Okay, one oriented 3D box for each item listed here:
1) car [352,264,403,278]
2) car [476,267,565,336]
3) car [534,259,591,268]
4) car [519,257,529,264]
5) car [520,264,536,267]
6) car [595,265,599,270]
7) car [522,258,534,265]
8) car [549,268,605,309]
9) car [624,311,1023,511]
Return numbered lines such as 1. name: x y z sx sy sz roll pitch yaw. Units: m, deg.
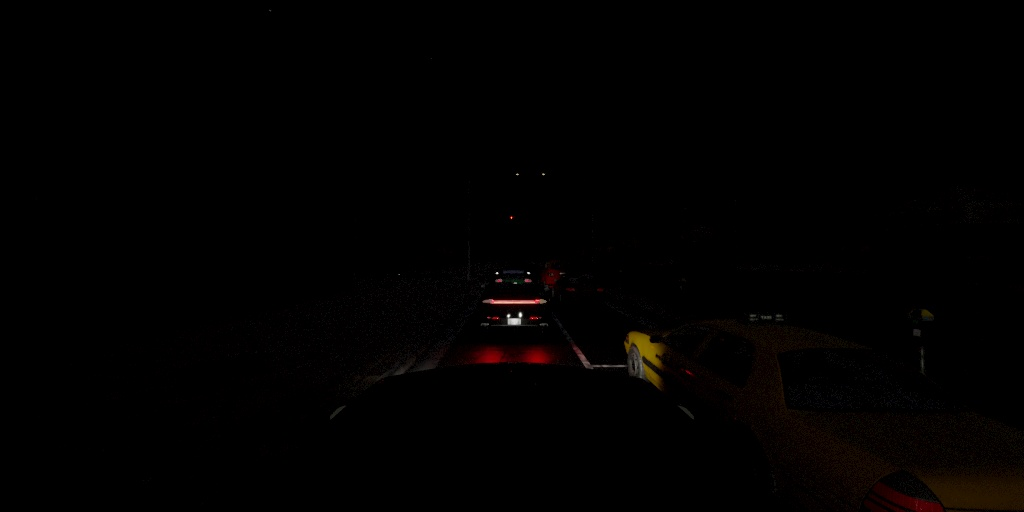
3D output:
1. car: -12.208 1.343 31.807 4.718 1.301 1.895 0 -1 0
2. car: 0.077 1.245 10.393 2.128 1.511 4.902 0 0 1
3. car: 2.663 1.076 20.219 2.192 1.841 5.009 0 0 0
4. car: 2.721 1.403 62.960 1.888 1.381 4.507 0 0 0
5. car: 0.053 1.325 19.337 1.994 1.385 4.181 0 0 -1
6. car: 6.373 1.324 35.405 4.892 1.490 1.837 0 0 9
7. car: 2.699 1.356 46.648 1.888 1.381 4.507 0 0 0
8. car: 2.656 1.338 14.770 1.802 1.307 4.207 0 0 0
9. car: 2.642 1.276 4.042 1.751 1.417 4.829 0 0 0
